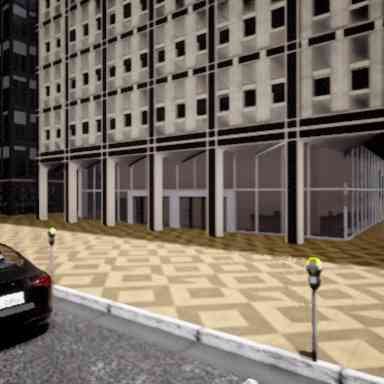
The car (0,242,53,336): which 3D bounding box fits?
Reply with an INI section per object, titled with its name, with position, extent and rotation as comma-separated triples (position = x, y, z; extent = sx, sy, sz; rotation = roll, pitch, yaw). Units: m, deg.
[car]
position = -4.217, 1.550, 5.891
extent = 4.313, 1.339, 1.947
rotation = 0, 0, 36
